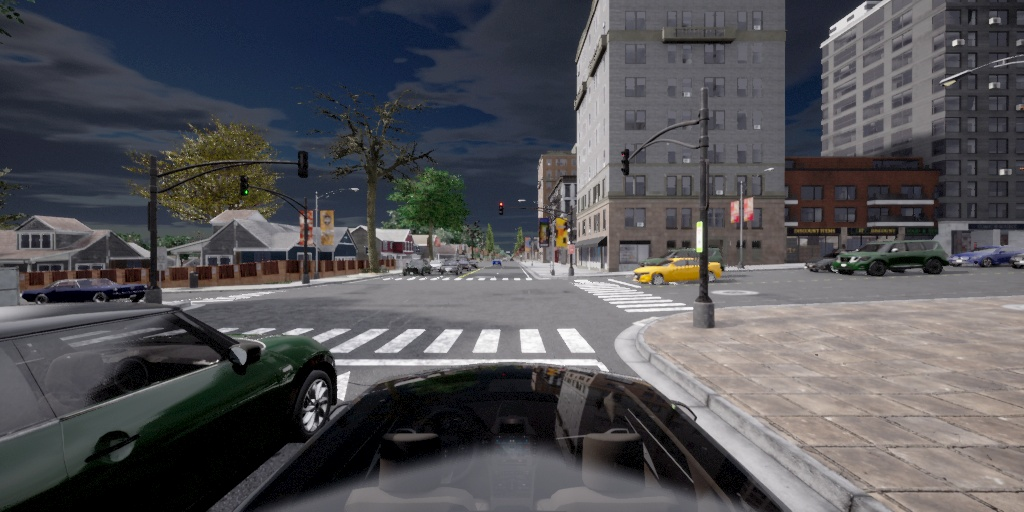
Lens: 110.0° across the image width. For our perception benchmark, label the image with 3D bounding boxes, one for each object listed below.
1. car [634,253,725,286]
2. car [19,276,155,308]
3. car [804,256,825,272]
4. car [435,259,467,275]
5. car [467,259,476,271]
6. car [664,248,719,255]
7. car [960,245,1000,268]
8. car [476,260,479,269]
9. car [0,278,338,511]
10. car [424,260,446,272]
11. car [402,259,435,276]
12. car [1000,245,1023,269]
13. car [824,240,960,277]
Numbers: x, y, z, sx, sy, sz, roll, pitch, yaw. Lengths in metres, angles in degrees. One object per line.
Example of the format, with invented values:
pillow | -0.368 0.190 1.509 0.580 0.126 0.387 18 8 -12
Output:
car | 9.854 0.864 21.522 5.008 1.535 1.882 -2 0 -5
car | -21.623 1.807 18.381 4.718 1.301 1.895 -2 0 0
car | 23.215 0.369 25.003 4.892 1.490 1.837 -2 0 0
car | -6.609 1.262 39.557 2.128 1.511 4.902 0 0 0
car | -6.619 1.335 49.275 2.033 1.411 5.357 0 0 0
car | 11.728 0.528 24.969 5.566 2.045 2.150 -2 0 0
car | 33.544 0.006 25.031 4.674 1.442 1.812 -2 0 0
car | -6.612 1.322 59.621 1.837 1.490 4.892 0 0 0
car | -3.151 1.102 2.490 2.097 1.767 4.553 0 0 0
car | -9.868 1.308 46.463 1.812 1.442 4.674 0 0 0
car | -9.860 1.121 37.480 2.097 1.767 4.553 0 0 0
car | 33.372 0.023 21.778 4.674 1.442 1.812 -2 0 0
car | 22.861 0.110 21.751 5.566 2.045 2.150 -2 0 0
